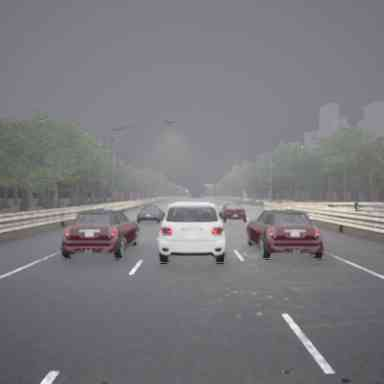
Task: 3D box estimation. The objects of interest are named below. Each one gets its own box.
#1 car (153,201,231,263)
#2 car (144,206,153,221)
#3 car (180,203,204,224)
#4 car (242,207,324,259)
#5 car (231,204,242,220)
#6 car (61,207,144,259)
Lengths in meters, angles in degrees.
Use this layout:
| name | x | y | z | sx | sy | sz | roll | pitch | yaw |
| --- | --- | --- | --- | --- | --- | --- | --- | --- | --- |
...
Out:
| name | x | y | z | sx | sy | sz | roll | pitch | yaw |
| --- | --- | --- | --- | --- | --- | --- | --- | --- | --- |
| car | 0.015 | 1.358 | 12.615 | 2.150 | 2.045 | 5.566 | 0 | 0 | 0 |
| car | -3.472 | 1.854 | 28.551 | 1.994 | 1.385 | 4.181 | 0 | 0 | 1 |
| car | 0.026 | 1.796 | 28.505 | 1.837 | 1.490 | 4.892 | 0 | 0 | 0 |
| car | 3.525 | 1.492 | 13.436 | 2.097 | 1.767 | 4.553 | 0 | -1 | 0 |
| car | 3.532 | 1.773 | 29.233 | 1.882 | 1.535 | 5.008 | 0 | 0 | 0 |
| car | -3.475 | 1.492 | 13.438 | 2.097 | 1.767 | 4.553 | 0 | -1 | 0 |
